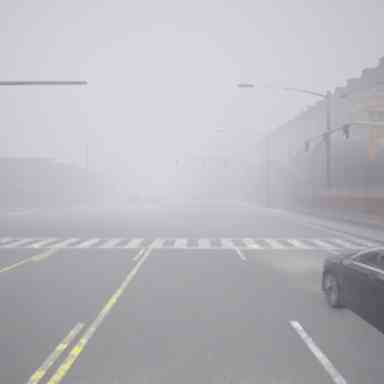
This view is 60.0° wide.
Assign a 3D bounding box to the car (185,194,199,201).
[{"bbox_3d":[-0.072,1.461,83.147,1.837,1.490,4.892,0,0,-3],"label":"car"}]

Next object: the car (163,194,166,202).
[{"bbox_3d":[-7.049,1.328,75.705,2.097,1.767,4.553,0,0,0],"label":"car"}]

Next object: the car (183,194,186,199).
[{"bbox_3d":[-1.239,1.339,93.237,1.837,1.490,4.892,0,0,-17],"label":"car"}]

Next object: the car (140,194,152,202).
[{"bbox_3d":[-10.549,1.328,76.044,2.097,1.767,4.553,0,0,0],"label":"car"}]

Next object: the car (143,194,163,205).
[{"bbox_3d":[-7.075,1.470,60.649,2.128,1.511,4.902,0,0,1],"label":"car"}]

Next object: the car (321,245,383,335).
[{"bbox_3d":[3.562,1.490,4.948,2.128,1.511,4.902,0,0,0],"label":"car"}]

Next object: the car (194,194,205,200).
[{"bbox_3d":[2.156,1.356,94.088,1.812,1.442,4.674,0,0,-17],"label":"car"}]

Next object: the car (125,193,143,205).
[{"bbox_3d":[-10.571,1.199,60.560,2.150,2.045,5.566,0,0,1],"label":"car"}]

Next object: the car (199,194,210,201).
[{"bbox_3d":[3.413,1.518,84.470,1.994,1.385,4.181,0,0,-3],"label":"car"}]
